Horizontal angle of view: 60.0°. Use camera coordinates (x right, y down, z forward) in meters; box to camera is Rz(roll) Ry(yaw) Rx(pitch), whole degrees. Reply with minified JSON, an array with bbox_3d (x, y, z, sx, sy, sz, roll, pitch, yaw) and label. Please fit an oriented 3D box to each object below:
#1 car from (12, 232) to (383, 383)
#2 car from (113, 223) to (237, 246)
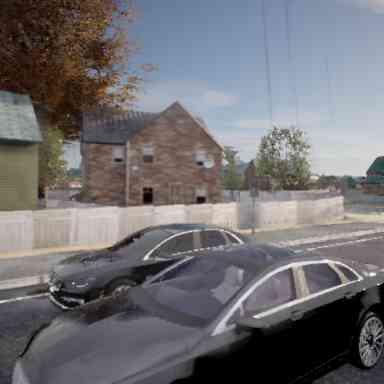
[{"bbox_3d":[0.581,1.473,4.066,4.902,1.511,2.128,0,0,-35],"label":"car"},{"bbox_3d":[-0.487,1.479,7.290,4.892,1.490,1.837,0,0,-35],"label":"car"}]
